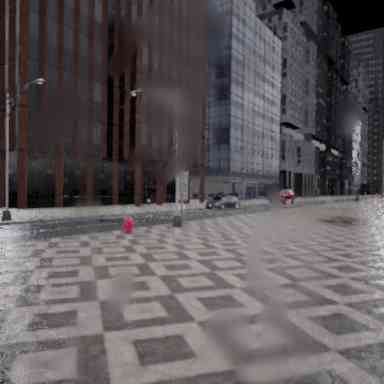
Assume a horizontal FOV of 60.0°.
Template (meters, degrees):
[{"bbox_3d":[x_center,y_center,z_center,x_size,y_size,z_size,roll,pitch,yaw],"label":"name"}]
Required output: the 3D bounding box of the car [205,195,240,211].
[{"bbox_3d":[3.192,1.103,34.179,1.837,1.490,4.892,1,1,36],"label":"car"}]

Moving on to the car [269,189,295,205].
[{"bbox_3d":[12.946,0.597,47.663,2.150,2.045,5.566,1,1,36],"label":"car"}]
